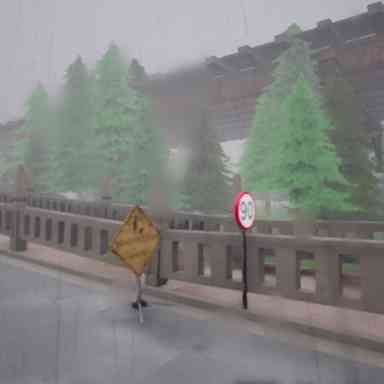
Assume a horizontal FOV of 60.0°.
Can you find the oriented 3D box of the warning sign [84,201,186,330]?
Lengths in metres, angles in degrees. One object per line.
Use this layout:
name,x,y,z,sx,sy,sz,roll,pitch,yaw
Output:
warning sign,-0.959,1.127,5.803,1.060,1.860,1.300,-2,1,35
